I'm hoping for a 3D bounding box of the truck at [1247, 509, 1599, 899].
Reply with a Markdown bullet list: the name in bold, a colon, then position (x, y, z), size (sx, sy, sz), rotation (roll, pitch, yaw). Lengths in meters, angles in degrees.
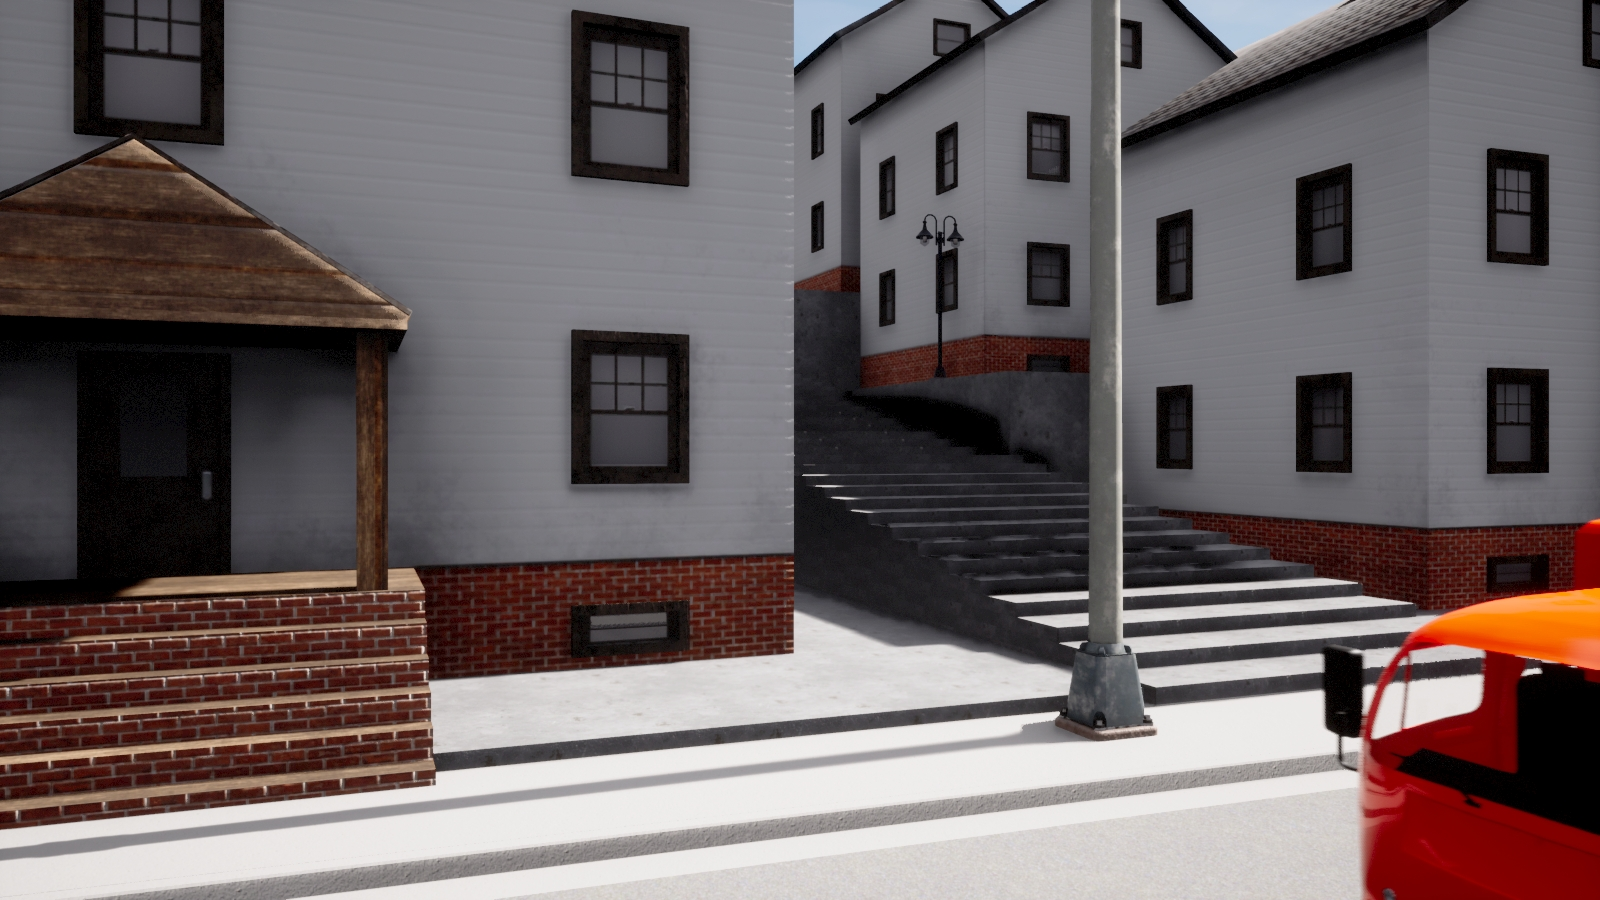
- **truck**: position (5.048, 1.556, 5.114), size (5.204, 2.467, 2.627), rotation (-1, 0, -20)
